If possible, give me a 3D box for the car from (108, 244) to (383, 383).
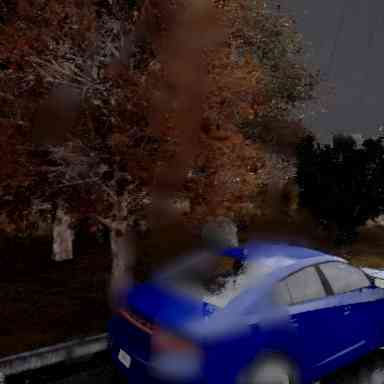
[{"bbox_3d":[1.365,1.501,4.701,5.008,1.535,2.097,1,0,-35],"label":"car"}]
